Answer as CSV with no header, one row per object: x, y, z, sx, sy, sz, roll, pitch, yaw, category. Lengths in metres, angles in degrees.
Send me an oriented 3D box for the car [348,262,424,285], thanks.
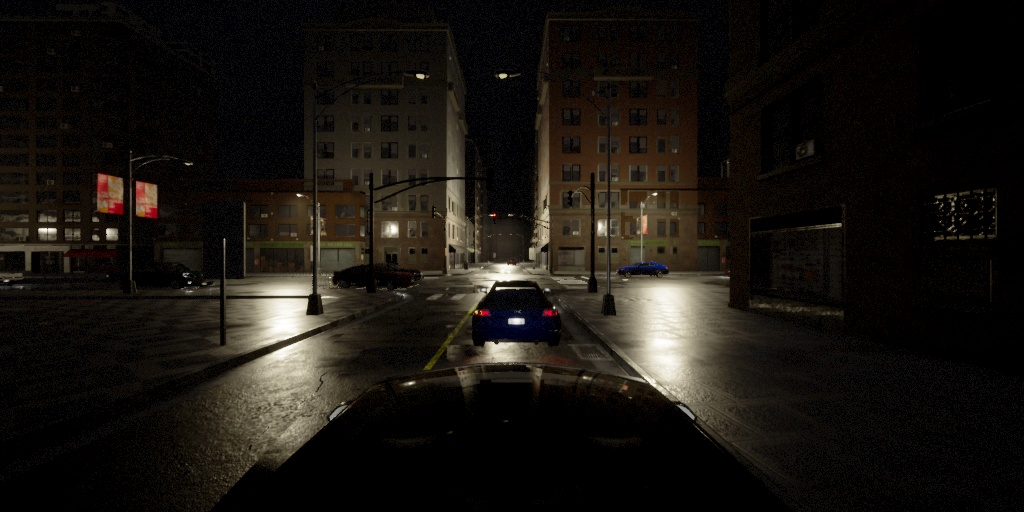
-9.132,1.268,26.385,4.902,1.511,2.128,0,0,-6,car

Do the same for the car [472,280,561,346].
0.096,1.314,9.387,1.994,1.385,4.181,0,0,0,car

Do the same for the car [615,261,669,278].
11.856,1.218,32.753,4.674,1.442,1.812,0,0,0,car

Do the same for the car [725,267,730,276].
21.876,1.222,32.809,4.181,1.385,1.994,0,0,-1,car

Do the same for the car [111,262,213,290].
-21.687,1.178,22.638,4.553,1.767,2.097,0,0,0,car

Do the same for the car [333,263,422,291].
-8.443,1.251,22.049,5.008,1.535,1.882,0,-1,10,car

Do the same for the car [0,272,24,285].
-38.538,1.482,25.820,4.718,1.301,1.895,0,0,0,car

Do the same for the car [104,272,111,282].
-25.903,1.390,25.866,5.357,1.411,2.033,0,0,0,car
